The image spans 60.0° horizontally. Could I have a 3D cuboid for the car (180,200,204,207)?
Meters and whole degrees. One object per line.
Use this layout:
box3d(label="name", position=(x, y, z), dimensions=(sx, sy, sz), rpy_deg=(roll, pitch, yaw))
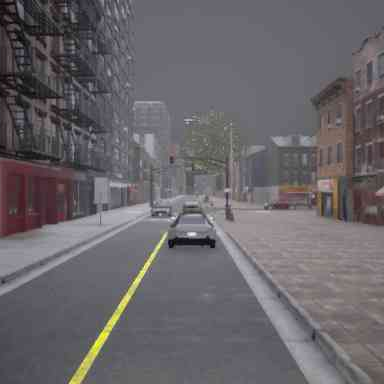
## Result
box3d(label="car", position=(0.000, 1.522, 29.650), dimensions=(1.837, 1.490, 4.892), rpy_deg=(0, 0, 0))

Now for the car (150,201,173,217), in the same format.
box3d(label="car", position=(-2.750, 1.608, 31.650), dimensions=(2.033, 1.411, 5.357), rpy_deg=(0, 0, 0))

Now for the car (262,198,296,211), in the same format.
box3d(label="car", position=(10.925, 1.523, 42.033), dimensions=(4.097, 1.590, 1.967), rpy_deg=(0, 0, 0))

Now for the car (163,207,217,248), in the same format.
box3d(label="car", position=(0.000, 1.573, 14.650), dimensions=(1.994, 1.385, 4.181), rpy_deg=(0, 0, 0))
